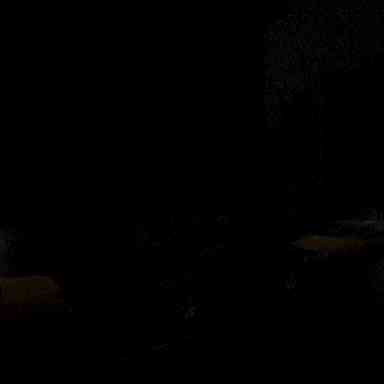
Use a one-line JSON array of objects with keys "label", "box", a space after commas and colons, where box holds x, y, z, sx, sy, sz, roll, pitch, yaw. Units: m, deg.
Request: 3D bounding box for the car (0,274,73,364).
[{"label": "car", "box": [-3.963, 1.533, 3.813, 4.829, 1.417, 1.752, -1, 0, -36]}]

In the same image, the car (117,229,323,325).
[{"label": "car", "box": [0.590, 1.532, 7.086, 4.313, 1.339, 1.947, -1, 0, -36]}]

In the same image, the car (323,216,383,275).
[{"label": "car", "box": [4.867, 1.453, 10.160, 4.829, 1.417, 1.752, -1, 0, -36]}]
